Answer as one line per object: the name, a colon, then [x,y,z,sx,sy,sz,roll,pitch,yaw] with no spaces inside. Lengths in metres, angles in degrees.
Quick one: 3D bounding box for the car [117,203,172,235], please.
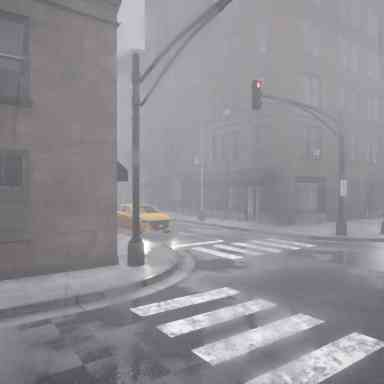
car: [-2.939,1.382,18.388,1.882,1.535,5.008,0,0,-34]
